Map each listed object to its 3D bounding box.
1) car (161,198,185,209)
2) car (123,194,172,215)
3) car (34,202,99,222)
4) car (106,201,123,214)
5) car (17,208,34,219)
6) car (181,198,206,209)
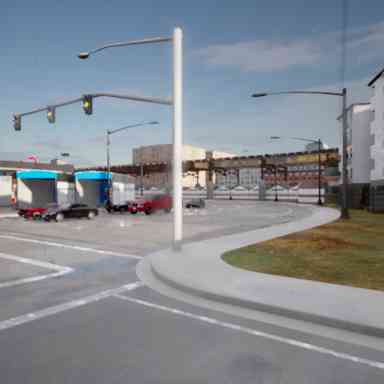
[{"bbox_3d":[-2.617,1.569,47.471,2.033,1.411,5.357,0,0,13],"label":"car"},{"bbox_3d":[-4.176,1.239,34.459,2.150,2.045,5.566,0,0,30],"label":"car"},{"bbox_3d":[-9.639,1.542,26.523,1.812,1.442,4.674,0,0,36],"label":"car"},{"bbox_3d":[-7.156,1.620,36.263,1.895,1.301,4.718,0,0,30],"label":"car"},{"bbox_3d":[-12.343,1.620,28.705,1.895,1.301,4.718,0,0,37],"label":"car"},{"bbox_3d":[0.556,1.566,45.780,2.033,1.411,5.357,0,0,14],"label":"car"}]
